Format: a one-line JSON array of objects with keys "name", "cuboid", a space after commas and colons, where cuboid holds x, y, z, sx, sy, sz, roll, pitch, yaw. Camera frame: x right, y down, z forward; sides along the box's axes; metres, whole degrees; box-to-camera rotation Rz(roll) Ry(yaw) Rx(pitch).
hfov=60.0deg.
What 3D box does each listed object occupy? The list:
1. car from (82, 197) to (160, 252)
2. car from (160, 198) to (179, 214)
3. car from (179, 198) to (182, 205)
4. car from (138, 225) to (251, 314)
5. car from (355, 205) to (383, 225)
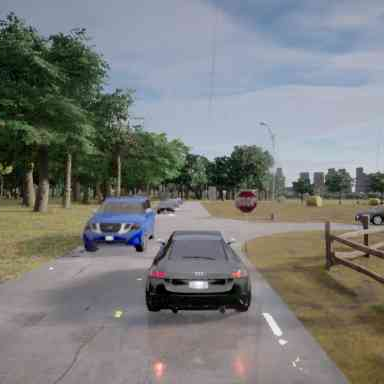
[{"name": "car", "cuboid": [-2.849, 1.238, 14.219, 2.150, 2.045, 5.566, 0, 0, 0]}, {"name": "car", "cuboid": [-2.821, 1.640, 37.700, 2.033, 1.411, 5.357, 0, 0, -1]}, {"name": "car", "cuboid": [-2.832, 1.697, 49.601, 1.812, 1.442, 4.674, 0, 0, 0]}, {"name": "car", "cuboid": [0.106, 1.572, 7.740, 1.994, 1.385, 4.181, 0, 0, 0]}, {"name": "car", "cuboid": [14.353, 1.602, 23.992, 4.892, 1.490, 1.837, 0, -2, 0]}]
